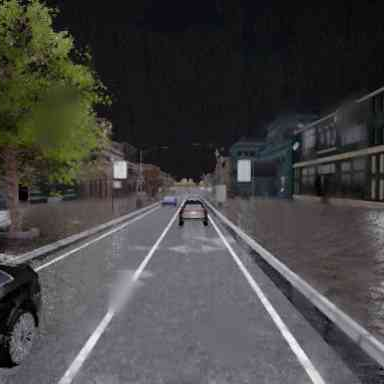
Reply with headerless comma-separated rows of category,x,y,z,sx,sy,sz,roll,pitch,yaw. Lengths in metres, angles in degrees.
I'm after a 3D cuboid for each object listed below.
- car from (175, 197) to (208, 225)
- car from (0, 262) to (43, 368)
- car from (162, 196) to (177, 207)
car,0.097,1.387,23.783,2.033,1.649,4.856,0,0,0
car,-3.100,1.491,2.943,2.128,1.511,4.902,0,0,0
car,-3.084,1.249,45.781,1.882,1.535,5.008,0,1,0
